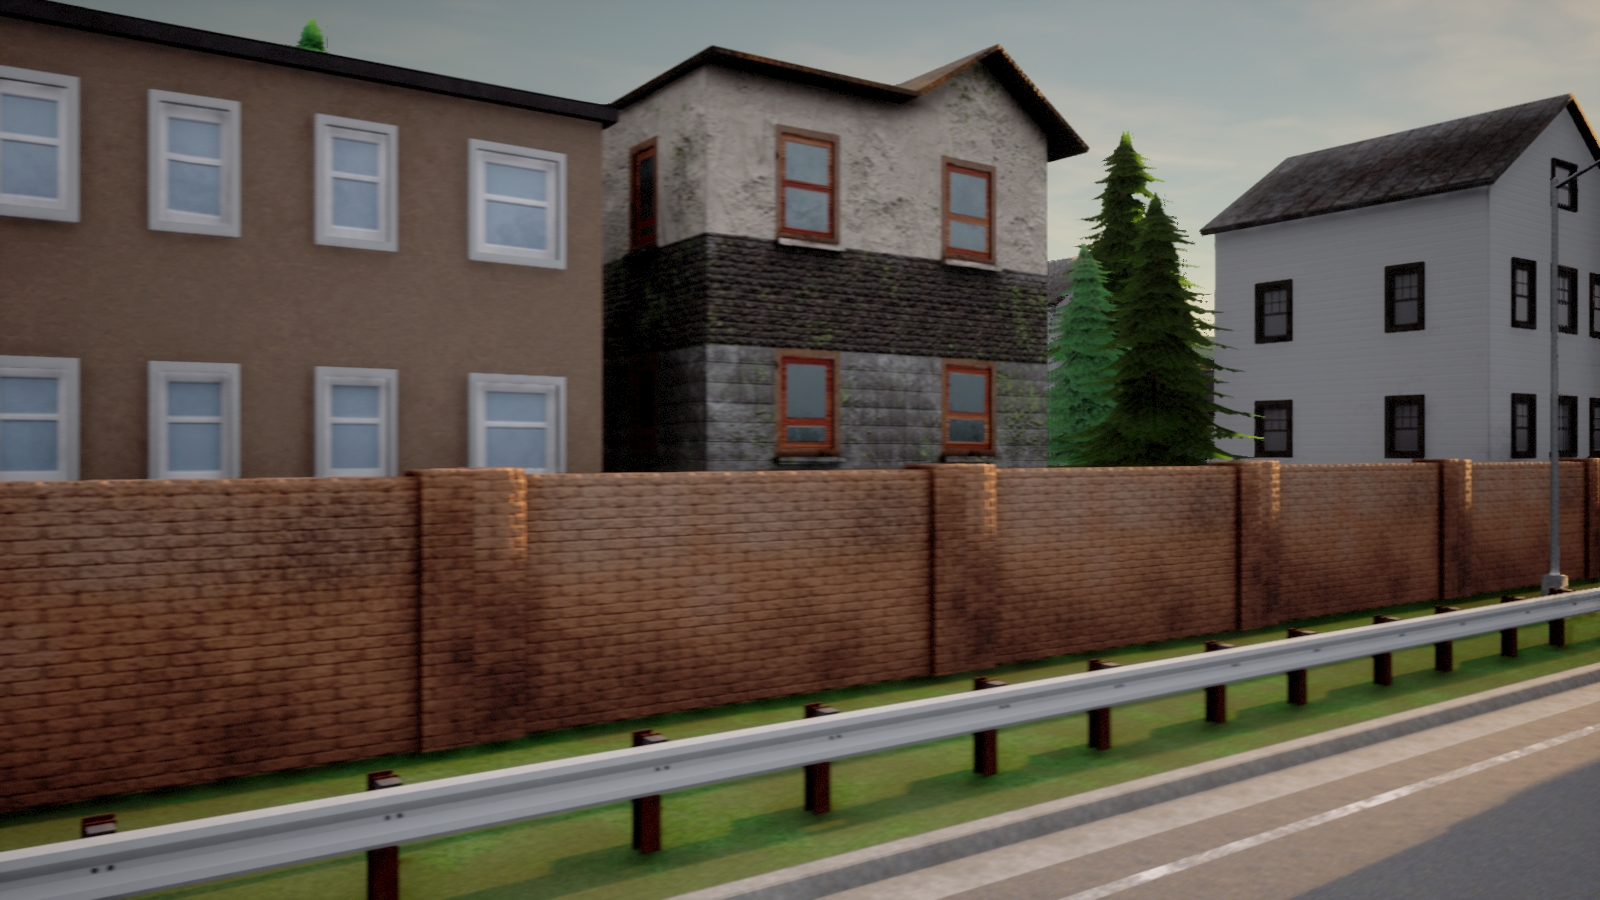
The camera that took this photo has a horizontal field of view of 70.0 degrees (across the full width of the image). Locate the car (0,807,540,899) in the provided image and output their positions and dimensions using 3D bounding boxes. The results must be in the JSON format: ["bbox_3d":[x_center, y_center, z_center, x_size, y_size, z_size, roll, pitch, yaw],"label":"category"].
[{"bbox_3d":[-2.602,2.040,1.970,4.514,1.525,2.007,0,0,-35],"label":"car"}]
